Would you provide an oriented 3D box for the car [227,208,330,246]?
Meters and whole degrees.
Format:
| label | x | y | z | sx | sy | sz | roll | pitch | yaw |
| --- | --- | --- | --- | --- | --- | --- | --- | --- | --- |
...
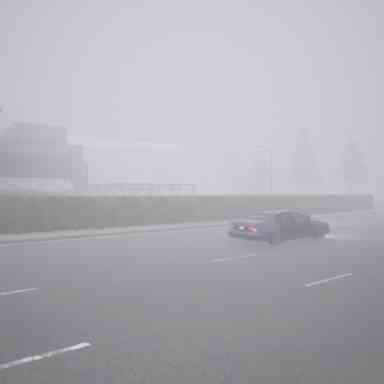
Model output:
| label | x | y | z | sx | sy | sz | roll | pitch | yaw |
| --- | --- | --- | --- | --- | --- | --- | --- | --- | --- |
| car | 4.081 | 1.546 | 15.260 | 5.357 | 1.411 | 2.033 | 0 | 0 | -36 |

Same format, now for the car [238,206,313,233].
| label | x | y | z | sx | sy | sz | roll | pitch | yaw |
| --- | --- | --- | --- | --- | --- | --- | --- | --- | --- |
| car | 5.172 | 1.599 | 20.338 | 4.718 | 1.301 | 1.895 | 0 | 0 | -36 |
